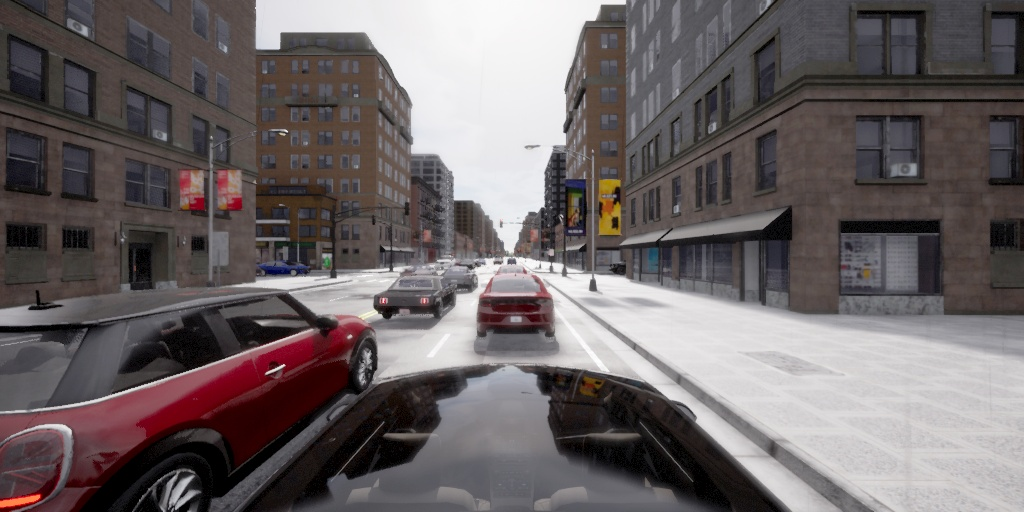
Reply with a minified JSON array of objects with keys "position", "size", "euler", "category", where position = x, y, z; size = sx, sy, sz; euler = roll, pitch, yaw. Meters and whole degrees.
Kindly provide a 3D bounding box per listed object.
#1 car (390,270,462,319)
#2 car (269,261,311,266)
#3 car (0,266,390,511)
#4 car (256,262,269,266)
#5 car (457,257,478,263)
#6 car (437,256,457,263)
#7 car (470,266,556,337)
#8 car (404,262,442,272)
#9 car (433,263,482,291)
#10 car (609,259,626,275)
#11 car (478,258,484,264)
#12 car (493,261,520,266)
[{"position":[-3.153,1.350,12.768],"size":[1.895,1.301,4.718],"euler":[0,0,0],"category":"car"},{"position":[-22.757,1.218,35.638],"size":[5.008,1.535,1.882],"euler":[0,0,0],"category":"car"},{"position":[-3.153,1.104,3.809],"size":[2.097,1.767,4.553],"euler":[0,0,0],"category":"car"},{"position":[-25.425,1.169,33.112],"size":[4.097,1.591,1.967],"euler":[0,0,0],"category":"car"},{"position":[-6.605,1.221,53.366],"size":[1.882,1.535,5.008],"euler":[0,0,-1],"category":"car"},{"position":[-9.835,0.964,53.621],"size":[2.150,2.045,5.566],"euler":[0,0,2],"category":"car"},{"position":[0.099,1.227,10.293],"size":[1.882,1.535,5.008],"euler":[0,0,0],"category":"car"},{"position":[-6.606,1.312,25.548],"size":[1.994,1.385,4.181],"euler":[0,0,0],"category":"car"},{"position":[-3.157,1.313,21.525],"size":[1.994,1.385,4.181],"euler":[0,0,0],"category":"car"},{"position":[13.364,1.009,38.767],"size":[5.566,2.045,2.150],"euler":[0,0,0],"category":"car"},{"position":[-6.582,1.340,62.955],"size":[1.895,1.301,4.718],"euler":[0,0,0],"category":"car"},{"position":[-0.004,1.227,19.865],"size":[1.882,1.535,5.008],"euler":[0,0,0],"category":"car"}]
